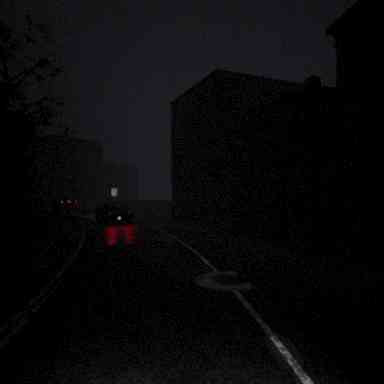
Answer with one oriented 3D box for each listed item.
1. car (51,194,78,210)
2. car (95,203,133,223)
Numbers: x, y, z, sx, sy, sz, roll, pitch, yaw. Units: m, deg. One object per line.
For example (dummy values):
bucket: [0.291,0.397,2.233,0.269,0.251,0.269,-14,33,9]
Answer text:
car: [-14.946,1.151,38.850,2.097,1.767,4.553,0,0,-36]
car: [-5.814,1.455,24.249,1.895,1.301,4.718,0,0,-25]
